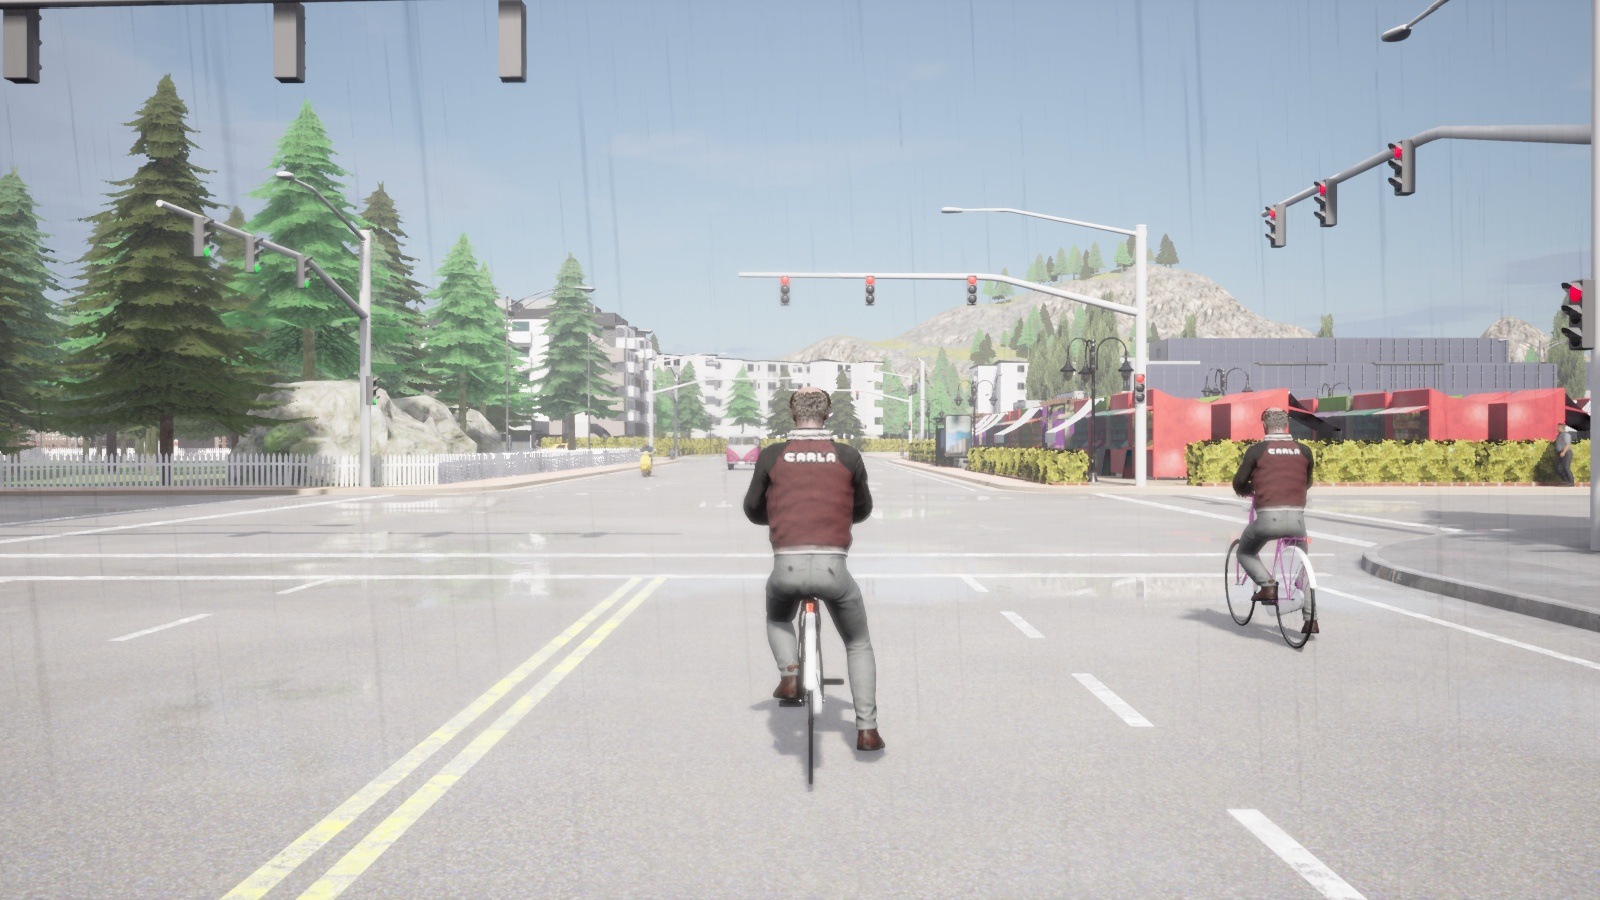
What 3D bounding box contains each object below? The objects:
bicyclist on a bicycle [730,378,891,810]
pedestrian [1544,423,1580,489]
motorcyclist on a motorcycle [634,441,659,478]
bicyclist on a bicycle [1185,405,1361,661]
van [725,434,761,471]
[{"bbox_3d":[0.048,0.583,6.078,0.659,1.776,1.843,0,1,0],"label":"bicyclist on a bicycle"},{"bbox_3d":[21.613,0.161,35.619,0.694,1.848,0.540,0,0,2],"label":"pedestrian"},{"bbox_3d":[-6.689,0.386,54.676,0.866,1.590,1.817,0,0,0],"label":"motorcyclist on a motorcycle"},{"bbox_3d":[3.567,0.565,9.639,0.659,1.776,1.843,0,1,0],"label":"bicyclist on a bicycle"},{"bbox_3d":[-3.110,0.105,69.425,1.775,1.987,4.442,0,0,0],"label":"van"}]
